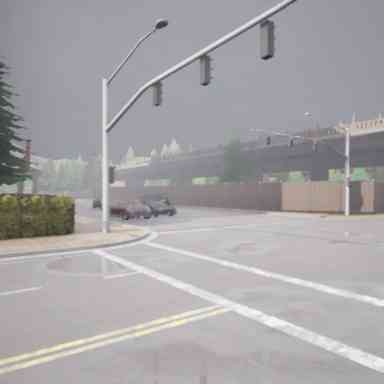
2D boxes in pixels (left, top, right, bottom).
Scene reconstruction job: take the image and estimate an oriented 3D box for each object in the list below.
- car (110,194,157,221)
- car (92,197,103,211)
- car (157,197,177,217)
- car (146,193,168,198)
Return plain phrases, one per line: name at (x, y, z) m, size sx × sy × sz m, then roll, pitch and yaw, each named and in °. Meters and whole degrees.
car at (-5.019, 1.286, 26.558) m, size 2.097 × 1.767 × 4.553 m, roll 0°, pitch 0°, yaw -35°
car at (-10.616, 1.424, 40.499) m, size 2.128 × 1.511 × 4.902 m, roll 0°, pitch 0°, yaw -35°
car at (-3.492, 1.478, 30.455) m, size 2.033 × 1.411 × 5.357 m, roll 0°, pitch 0°, yaw -35°
car at (-4.694, 1.149, 38.550) m, size 2.150 × 2.045 × 5.566 m, roll 0°, pitch 0°, yaw -35°
